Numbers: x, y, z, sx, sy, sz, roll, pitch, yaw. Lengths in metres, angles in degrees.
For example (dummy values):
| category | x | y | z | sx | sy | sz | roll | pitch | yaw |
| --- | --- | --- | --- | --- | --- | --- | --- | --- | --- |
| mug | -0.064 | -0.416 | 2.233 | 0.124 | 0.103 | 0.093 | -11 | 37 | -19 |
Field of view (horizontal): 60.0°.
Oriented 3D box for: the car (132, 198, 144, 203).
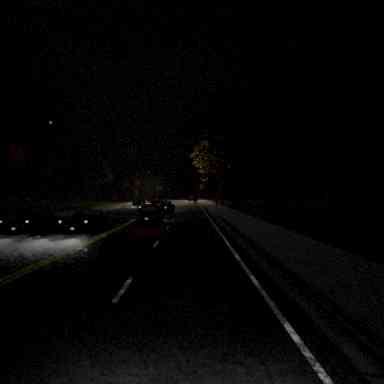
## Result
| category | x | y | z | sx | sy | sz | roll | pitch | yaw |
| --- | --- | --- | --- | --- | --- | --- | --- | --- | --- |
| car | -9.769 | 1.926 | 61.072 | 1.837 | 1.490 | 4.892 | 0 | 0 | 1 |

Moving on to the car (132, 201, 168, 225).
| category | x | y | z | sx | sy | sz | roll | pitch | yaw |
| --- | --- | --- | --- | --- | --- | --- | --- | --- | --- |
| car | -3.146 | 1.691 | 25.309 | 1.812 | 1.442 | 4.674 | 0 | 0 | 0 |

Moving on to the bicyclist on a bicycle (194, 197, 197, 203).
| category | x | y | z | sx | sy | sz | roll | pitch | yaw |
| --- | --- | --- | --- | --- | --- | --- | --- | --- | --- |
| bicyclist on a bicycle | 0.903 | 2.050 | 85.636 | 0.582 | 1.620 | 1.656 | 0 | -1 | 0 |

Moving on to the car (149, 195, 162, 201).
| category | x | y | z | sx | sy | sz | roll | pitch | yaw |
| --- | --- | --- | --- | --- | --- | --- | --- | --- | --- |
| car | -6.521 | 1.642 | 61.038 | 2.150 | 2.045 | 5.566 | 0 | 0 | 1 |

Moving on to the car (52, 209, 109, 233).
| category | x | y | z | sx | sy | sz | roll | pitch | yaw |
| --- | --- | --- | --- | --- | --- | --- | --- | --- | --- |
| car | -6.599 | 1.736 | 20.586 | 1.895 | 1.301 | 4.718 | 0 | 0 | 0 |

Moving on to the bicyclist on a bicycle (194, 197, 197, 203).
| category | x | y | z | sx | sy | sz | roll | pitch | yaw |
| --- | --- | --- | --- | --- | --- | --- | --- | --- | --- |
| bicyclist on a bicycle | 0.902 | 1.983 | 76.636 | 0.582 | 1.620 | 1.656 | 0 | -1 | 0 |

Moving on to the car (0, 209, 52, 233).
| category | x | y | z | sx | sy | sz | roll | pitch | yaw |
| --- | --- | --- | --- | --- | --- | --- | --- | --- | --- |
| car | -9.849 | 1.736 | 20.573 | 1.895 | 1.301 | 4.718 | 0 | 0 | 0 |

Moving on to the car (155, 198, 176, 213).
| category | x | y | z | sx | sy | sz | roll | pitch | yaw |
| --- | --- | --- | --- | --- | --- | --- | --- | --- | --- |
| car | -3.145 | 1.841 | 41.566 | 1.994 | 1.385 | 4.181 | 0 | 0 | 0 |
